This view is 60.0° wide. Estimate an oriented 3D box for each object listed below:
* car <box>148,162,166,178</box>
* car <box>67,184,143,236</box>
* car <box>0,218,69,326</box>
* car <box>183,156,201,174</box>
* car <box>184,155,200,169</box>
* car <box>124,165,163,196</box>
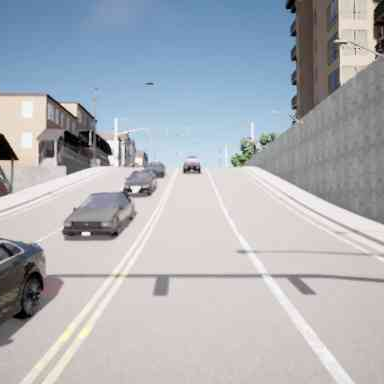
[{"bbox_3d":[-3.564,-2.192,32.097,1.994,1.385,4.181,0,10,0],"label":"car"},{"bbox_3d":[-3.583,0.736,13.875,2.033,1.411,5.357,0,6,0],"label":"car"},{"bbox_3d":[-3.587,1.409,4.201,2.128,1.511,4.902,0,2,0],"label":"car"},{"bbox_3d":[0.003,-2.769,35.658,1.895,1.301,4.718,0,10,0],"label":"car"},{"bbox_3d":[0.011,-4.223,47.225,2.097,1.767,4.553,-1,2,0],"label":"car"},{"bbox_3d":[-3.568,-0.761,23.465,2.128,1.511,4.902,0,10,0],"label":"car"}]
